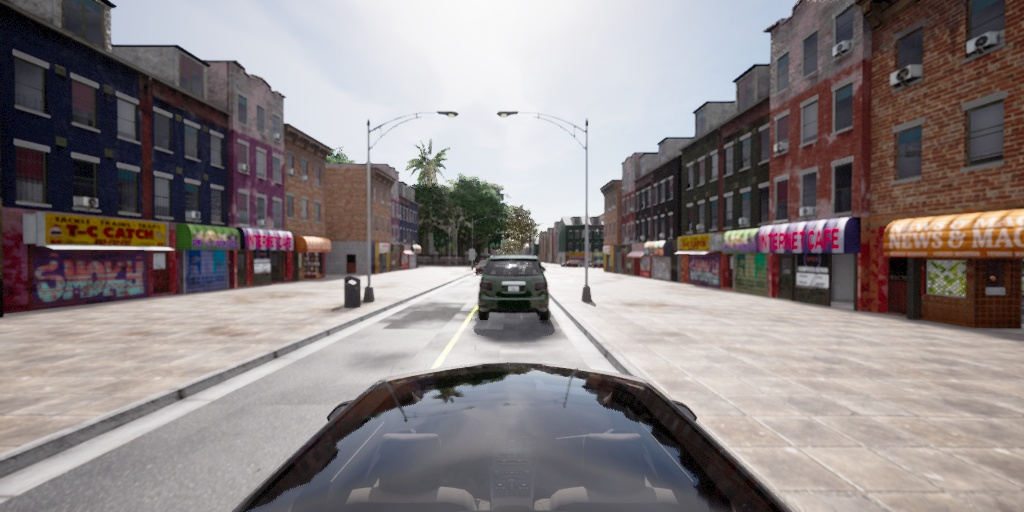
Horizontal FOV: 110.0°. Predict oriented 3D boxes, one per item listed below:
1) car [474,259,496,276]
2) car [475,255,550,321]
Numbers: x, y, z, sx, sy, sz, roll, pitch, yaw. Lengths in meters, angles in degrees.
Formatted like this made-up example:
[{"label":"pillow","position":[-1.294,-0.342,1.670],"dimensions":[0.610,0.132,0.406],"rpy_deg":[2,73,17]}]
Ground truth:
[{"label":"car","position":[-2.855,1.178,39.323],"dimensions":[2.097,1.767,4.553],"rpy_deg":[0,0,0]},{"label":"car","position":[0.061,0.984,12.574],"dimensions":[2.150,2.045,5.566],"rpy_deg":[0,0,0]}]
